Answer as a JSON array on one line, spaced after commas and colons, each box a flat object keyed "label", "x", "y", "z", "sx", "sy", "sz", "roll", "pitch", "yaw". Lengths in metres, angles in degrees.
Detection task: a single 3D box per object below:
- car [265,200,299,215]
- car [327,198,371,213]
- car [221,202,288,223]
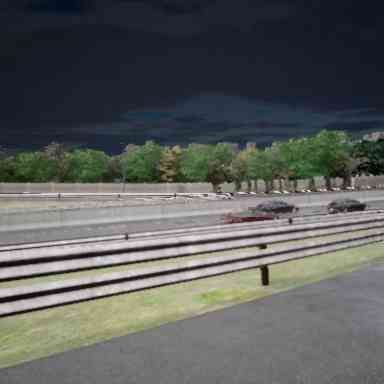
[{"label": "car", "x": 9.062, "y": 1.619, "z": 35.259, "sx": 4.892, "sy": 1.490, "sz": 1.837, "roll": -2, "pitch": 2, "yaw": -23}, {"label": "car", "x": 16.331, "y": 1.398, "z": 34.588, "sx": 4.892, "sy": 1.490, "sz": 1.837, "roll": -3, "pitch": 2, "yaw": -23}, {"label": "car", "x": 4.558, "y": 1.921, "z": 25.658, "sx": 5.008, "sy": 1.535, "sz": 1.882, "roll": -3, "pitch": 2, "yaw": -24}]
